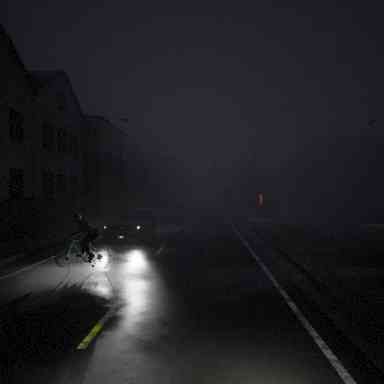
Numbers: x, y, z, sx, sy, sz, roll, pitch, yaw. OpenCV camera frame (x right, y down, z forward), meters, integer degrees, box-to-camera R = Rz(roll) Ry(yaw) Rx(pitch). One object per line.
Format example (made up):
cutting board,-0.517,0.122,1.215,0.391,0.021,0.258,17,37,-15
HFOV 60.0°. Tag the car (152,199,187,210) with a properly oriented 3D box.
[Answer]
car,-3.183,1.637,45.325,5.357,1.411,2.033,-1,-1,40

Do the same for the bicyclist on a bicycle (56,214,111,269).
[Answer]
bicyclist on a bicycle,-3.178,1.454,9.675,1.656,1.620,0.582,-2,0,3

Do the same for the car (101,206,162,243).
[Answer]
car,-2.898,1.601,16.361,1.895,1.301,4.718,0,0,3
